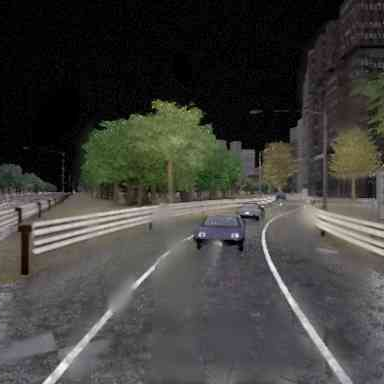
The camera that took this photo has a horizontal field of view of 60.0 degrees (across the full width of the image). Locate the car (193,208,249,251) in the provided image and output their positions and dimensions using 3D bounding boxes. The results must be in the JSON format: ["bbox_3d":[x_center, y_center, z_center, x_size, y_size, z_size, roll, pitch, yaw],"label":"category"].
[{"bbox_3d":[1.362,1.607,14.313,1.895,1.301,4.718,0,0,10],"label":"car"}]

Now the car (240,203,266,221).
[{"bbox_3d":[4.879,1.582,27.339,1.994,1.385,4.181,0,0,19],"label":"car"}]

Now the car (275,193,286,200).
[{"bbox_3d":[24.151,1.208,90.822,2.150,2.045,5.566,0,0,5],"label":"car"}]
